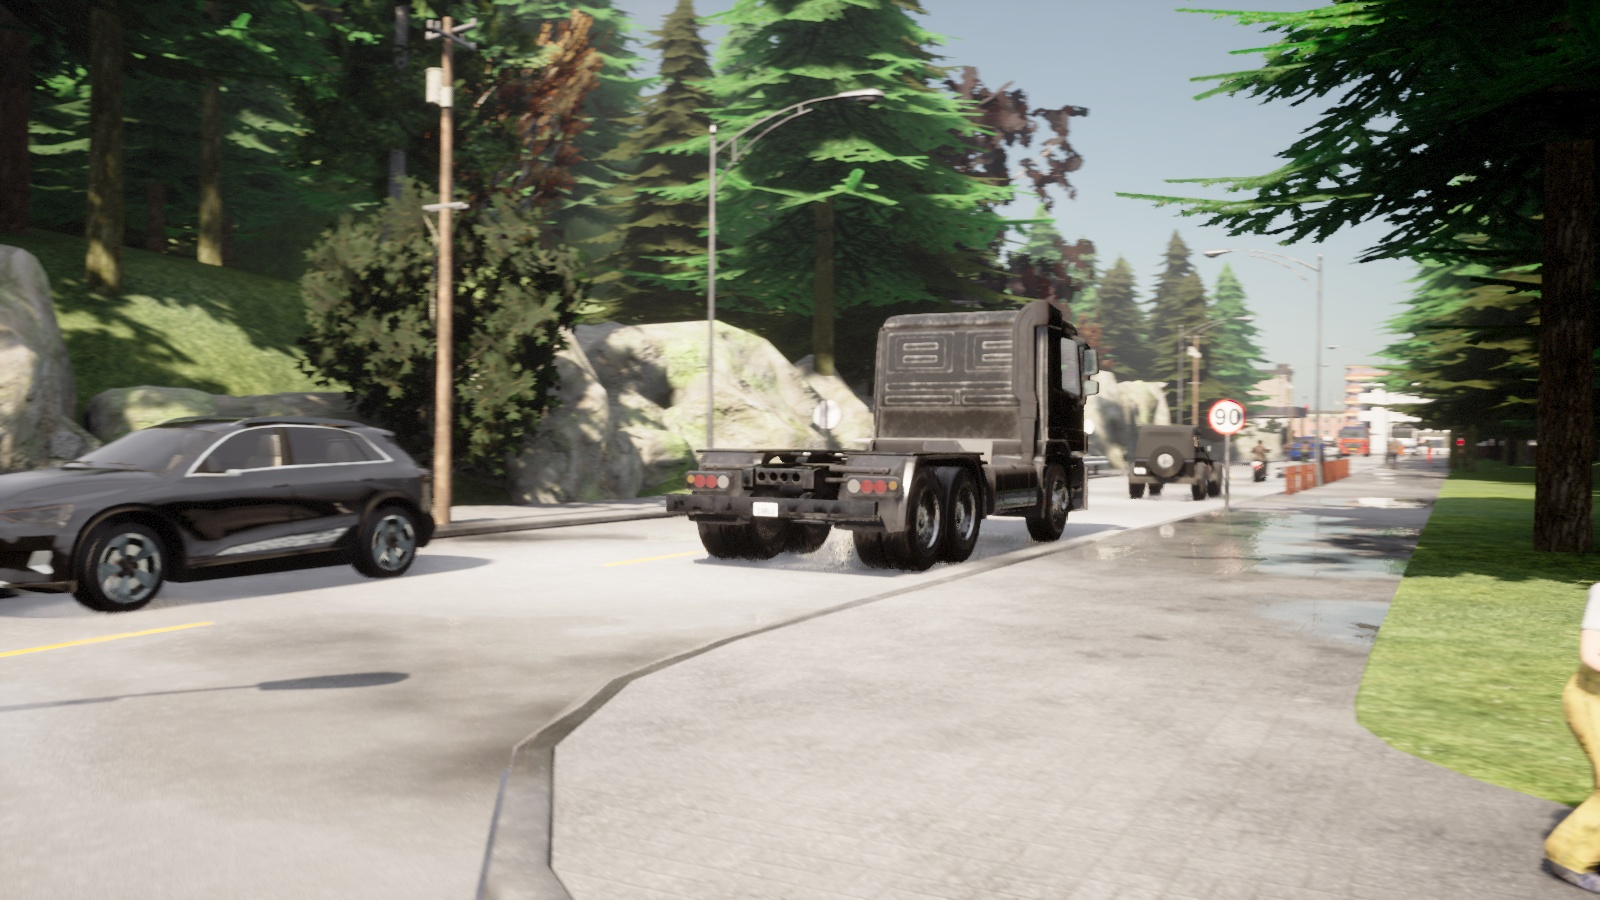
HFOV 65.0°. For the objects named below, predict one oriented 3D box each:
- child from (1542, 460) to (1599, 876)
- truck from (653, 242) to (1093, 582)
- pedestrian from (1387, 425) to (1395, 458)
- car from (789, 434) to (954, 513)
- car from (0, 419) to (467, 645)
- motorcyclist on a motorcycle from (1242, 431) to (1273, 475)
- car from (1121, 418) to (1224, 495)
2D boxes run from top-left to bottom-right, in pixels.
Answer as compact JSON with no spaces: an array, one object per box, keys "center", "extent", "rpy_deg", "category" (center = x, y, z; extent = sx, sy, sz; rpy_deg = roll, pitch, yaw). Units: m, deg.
[{"center":[2.578,0.668,3.860],"extent":[0.270,1.263,0.437],"rpy_deg":[-1,1,-34],"category":"child"},{"center":[1.487,-0.431,16.956],"extent":[2.891,3.462,7.936],"rpy_deg":[0,1,28],"category":"truck"},{"center":[32.461,-0.450,68.965],"extent":[0.328,1.805,0.869],"rpy_deg":[0,1,28],"category":"pedestrian"},{"center":[1.539,0.428,25.649],"extent":[1.970,1.475,3.806],"rpy_deg":[0,1,27],"category":"car"},{"center":[-5.570,0.576,11.783],"extent":[2.033,1.649,4.856],"rpy_deg":[0,1,26],"category":"car"},{"center":[17.251,0.100,47.322],"extent":[0.766,1.649,2.350],"rpy_deg":[0,0,27],"category":"motorcyclist on a motorcycle"},{"center":[9.835,0.135,32.984],"extent":[1.905,1.878,3.866],"rpy_deg":[0,1,27],"category":"car"}]
